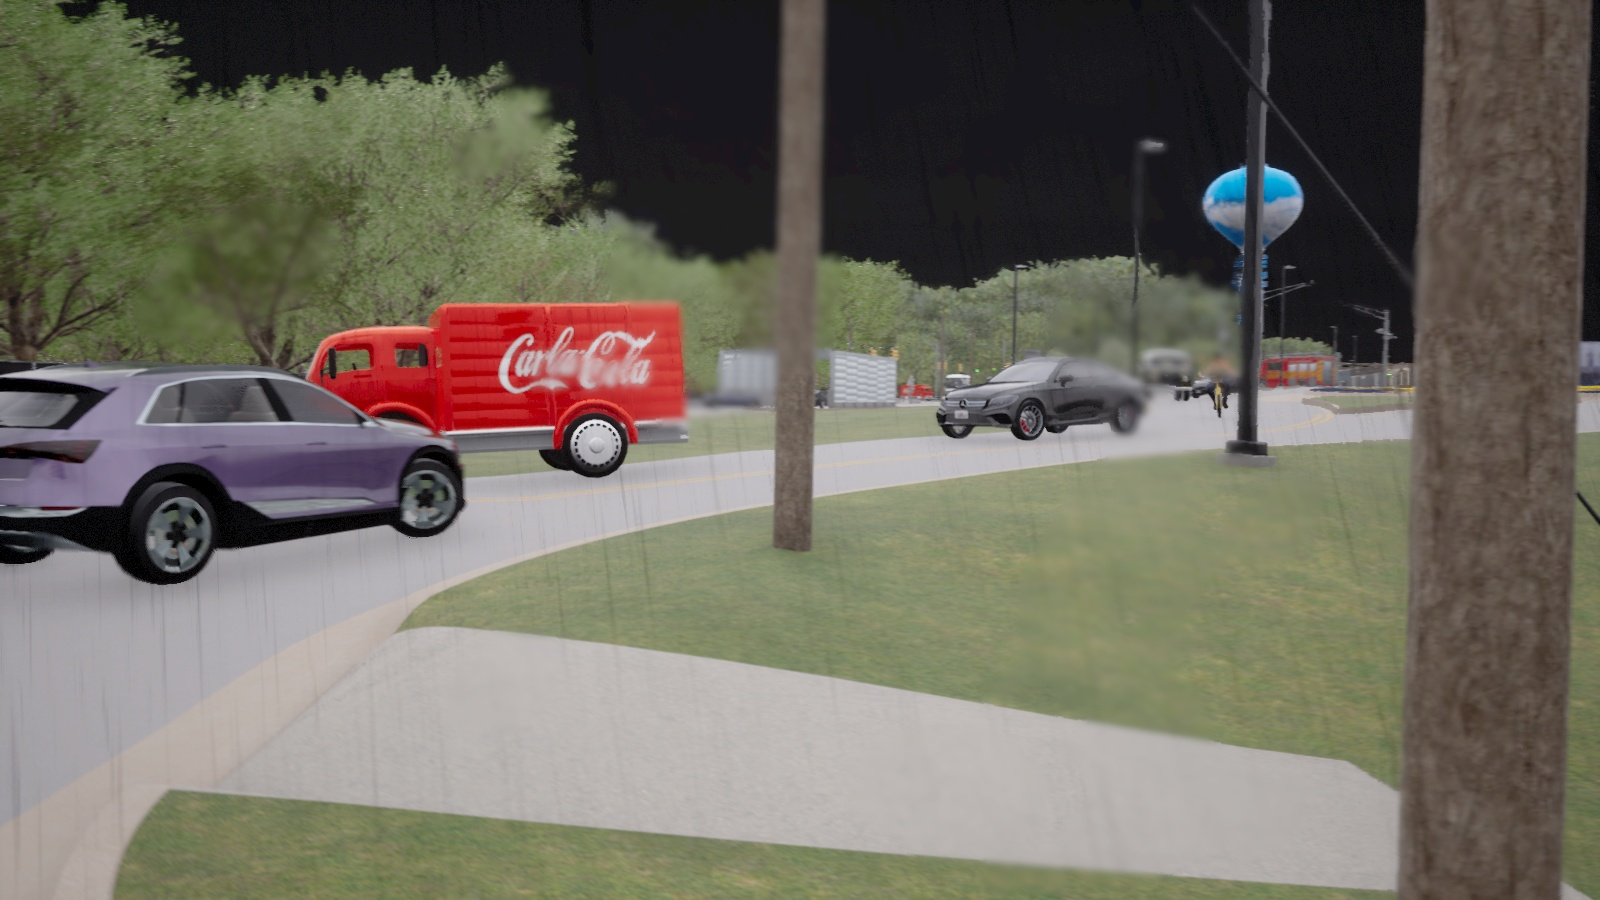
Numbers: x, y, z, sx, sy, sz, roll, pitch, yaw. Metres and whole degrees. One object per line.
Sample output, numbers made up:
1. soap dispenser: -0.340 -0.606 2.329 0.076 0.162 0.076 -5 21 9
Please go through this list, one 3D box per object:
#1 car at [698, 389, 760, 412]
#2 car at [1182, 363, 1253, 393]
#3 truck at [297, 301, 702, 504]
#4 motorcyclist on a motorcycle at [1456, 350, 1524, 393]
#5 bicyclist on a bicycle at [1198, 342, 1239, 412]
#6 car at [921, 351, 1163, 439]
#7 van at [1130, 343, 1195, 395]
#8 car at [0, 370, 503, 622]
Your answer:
1. car: -4.582 -3.201 80.706 3.806 1.475 1.970 0 3 -8
2. car: 24.468 -4.225 73.608 4.193 1.474 1.816 -7 5 -36
3. truck: -4.364 -0.738 18.155 5.204 2.467 2.627 -4 2 -20
4. motorcyclist on a motorcycle: 25.516 -2.903 46.454 2.044 1.523 0.797 1 4 44
5. bicyclist on a bicycle: 10.134 -1.746 30.418 0.866 1.612 1.509 -3 1 18
6. car: 4.522 -1.041 23.017 4.674 1.442 1.812 -4 4 -41
7. van: 14.855 -3.286 51.643 2.069 2.038 4.480 1 2 10
8. car: -4.901 0.146 10.954 2.033 1.649 4.856 2 4 22
